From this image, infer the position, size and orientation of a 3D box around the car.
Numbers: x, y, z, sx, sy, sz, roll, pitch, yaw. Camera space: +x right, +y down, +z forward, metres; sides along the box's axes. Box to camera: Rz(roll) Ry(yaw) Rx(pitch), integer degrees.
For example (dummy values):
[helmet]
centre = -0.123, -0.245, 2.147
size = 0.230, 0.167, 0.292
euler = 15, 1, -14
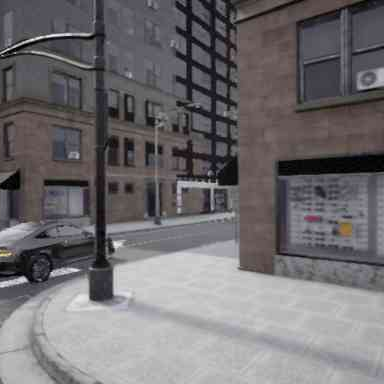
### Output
[car]
centre = -4.194, 1.582, 9.824
size = 1.812, 1.442, 4.674
euler = -2, -1, 19
